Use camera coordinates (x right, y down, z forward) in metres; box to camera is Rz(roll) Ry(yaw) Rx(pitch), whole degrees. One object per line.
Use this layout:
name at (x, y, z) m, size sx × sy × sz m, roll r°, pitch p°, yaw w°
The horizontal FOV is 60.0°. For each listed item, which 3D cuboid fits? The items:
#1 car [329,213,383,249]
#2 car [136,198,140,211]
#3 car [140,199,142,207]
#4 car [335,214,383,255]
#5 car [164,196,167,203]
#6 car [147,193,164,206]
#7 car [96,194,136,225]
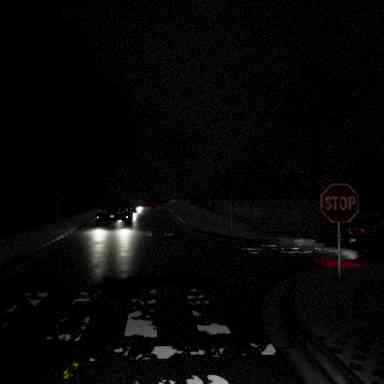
car at (8.850, 1.712, 14.863) m, size 4.674 × 1.442 × 1.812 m, roll 1°, pitch -3°, yaw -4°
car at (-6.938, 1.405, 36.025) m, size 1.837 × 1.490 × 4.892 m, roll 0°, pitch 0°, yaw -7°
car at (-8.643, 1.504, 50.654) m, size 1.895 × 1.301 × 4.718 m, roll 0°, pitch 0°, yaw -5°
car at (7.842, 1.503, 11.516) m, size 5.008 × 1.535 × 1.882 m, roll 1°, pitch -2°, yaw -8°
car at (-6.309, 1.454, 68.424) m, size 1.882 × 1.535 × 5.008 m, roll 0°, pitch 0°, yaw 2°
car at (-5.984, 1.136, 53.109) m, size 2.150 × 2.045 × 5.566 m, roll 0°, pitch -1°, yaw -4°
car at (-5.381, 1.154, 23.727) m, size 2.150 × 2.045 × 5.566 m, roll 0°, pitch 0°, yaw -7°
